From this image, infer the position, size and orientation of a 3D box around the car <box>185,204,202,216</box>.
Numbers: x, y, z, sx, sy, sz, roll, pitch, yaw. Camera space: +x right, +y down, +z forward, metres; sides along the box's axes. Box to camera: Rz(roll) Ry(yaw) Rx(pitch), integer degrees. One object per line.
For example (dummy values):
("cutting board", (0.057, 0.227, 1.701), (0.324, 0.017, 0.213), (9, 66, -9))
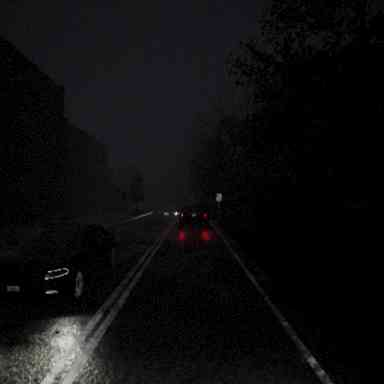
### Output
("car", (0.194, 2.231, 42.468), (2.033, 1.411, 5.357), (0, -1, 0))

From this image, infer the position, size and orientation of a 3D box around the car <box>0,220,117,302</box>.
("car", (-3.344, 1.565, 8.742), (1.882, 1.535, 5.008), (0, -1, 0))

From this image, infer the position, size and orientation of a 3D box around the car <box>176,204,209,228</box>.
("car", (0.130, 1.658, 24.770), (2.097, 1.767, 4.553), (0, -1, 0))

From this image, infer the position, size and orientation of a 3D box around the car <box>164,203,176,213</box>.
("car", (-3.176, 2.480, 52.470), (1.812, 1.442, 4.674), (0, -2, 1))
